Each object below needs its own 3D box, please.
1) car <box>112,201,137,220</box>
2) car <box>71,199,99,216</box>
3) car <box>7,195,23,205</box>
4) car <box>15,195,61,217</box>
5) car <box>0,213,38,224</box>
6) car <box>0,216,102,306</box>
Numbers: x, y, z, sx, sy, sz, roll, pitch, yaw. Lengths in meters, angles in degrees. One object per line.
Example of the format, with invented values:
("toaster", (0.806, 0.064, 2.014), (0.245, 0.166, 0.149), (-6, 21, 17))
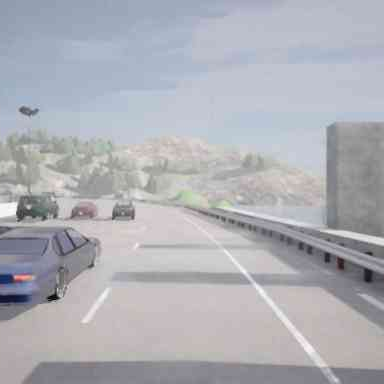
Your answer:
("car", (-5.892, 1.549, 29.032), (2.128, 1.511, 4.902), (0, 0, -9))
("car", (-9.578, 1.592, 29.848), (1.812, 1.442, 4.674), (0, 0, -9))
("car", (-32.593, 1.496, 61.310), (2.097, 1.767, 4.553), (0, 0, -21))
("car", (-12.742, 1.292, 27.735), (2.150, 2.045, 5.566), (0, 0, -9))
("car", (-7.409, 1.635, 11.651), (1.895, 1.301, 4.718), (0, 0, -4))
("car", (-3.696, 1.568, 8.284), (2.033, 1.411, 5.357), (0, 0, -3))
